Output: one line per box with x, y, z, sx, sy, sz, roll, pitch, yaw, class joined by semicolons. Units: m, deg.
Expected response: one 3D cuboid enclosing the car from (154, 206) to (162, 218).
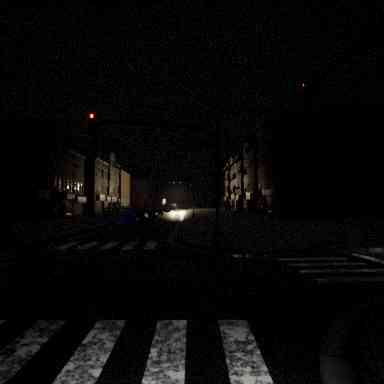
-5.442;2.666;43.287;1.887;1.381;4.507;2;-2;0;car

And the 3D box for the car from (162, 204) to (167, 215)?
-5.470;3.035;53.862;1.802;1.307;4.206;2;-2;0;car

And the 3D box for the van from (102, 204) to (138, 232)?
-5.390;1.905;24.415;1.690;1.788;3.998;2;-2;0;van

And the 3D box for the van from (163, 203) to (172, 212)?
-5.517;3.501;75.019;1.690;1.788;3.998;1;-2;0;van

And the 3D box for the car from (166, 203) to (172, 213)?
-5.495;3.344;64.438;1.887;1.381;4.507;1;-2;0;car

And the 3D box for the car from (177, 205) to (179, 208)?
-5.556;4.041;90.880;2.192;1.841;5.009;1;-2;0;car

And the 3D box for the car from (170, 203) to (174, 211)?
-5.506;3.419;69.728;1.967;1.590;4.097;1;-2;0;car

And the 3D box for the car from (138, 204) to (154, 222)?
-5.409;2.120;32.718;2.192;1.841;5.009;2;-2;0;car

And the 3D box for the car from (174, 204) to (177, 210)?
-5.548;4.086;85.586;2.008;1.369;4.403;1;-2;0;car

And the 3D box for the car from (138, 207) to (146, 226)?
-5.404;2.211;27.728;2.008;1.369;4.403;2;-2;0;car
